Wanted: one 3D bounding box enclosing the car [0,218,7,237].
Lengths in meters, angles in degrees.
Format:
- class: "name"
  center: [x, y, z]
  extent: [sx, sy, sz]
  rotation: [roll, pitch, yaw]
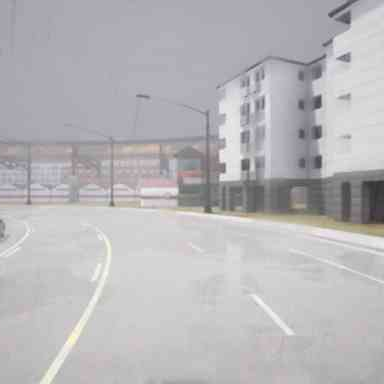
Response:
- class: "car"
  center: [-9.866, 1.599, 15.207]
  extent: [1.994, 1.385, 4.181]
  rotation: [0, 0, -20]
